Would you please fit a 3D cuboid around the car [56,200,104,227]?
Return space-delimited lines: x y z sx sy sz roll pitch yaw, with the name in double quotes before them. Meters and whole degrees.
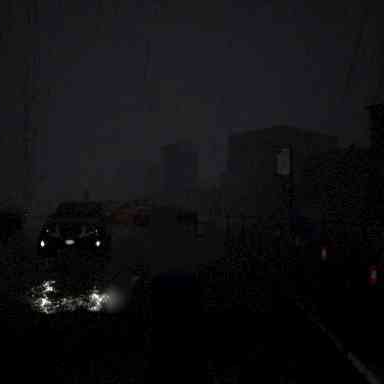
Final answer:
"car" -9.627 1.716 28.211 2.150 2.045 5.566 0 -1 -38

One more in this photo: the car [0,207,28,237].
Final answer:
"car" -12.651 1.558 18.662 5.566 2.045 2.435 0 -2 -39

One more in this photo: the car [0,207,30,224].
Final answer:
"car" -17.798 2.266 33.227 1.882 1.535 5.008 0 -3 -38

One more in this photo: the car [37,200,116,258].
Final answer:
"car" -4.578 1.373 13.921 2.150 2.045 5.566 1 -1 -10

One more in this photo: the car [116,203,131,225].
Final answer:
"car" -3.642 1.860 26.984 5.008 1.535 2.097 0 -2 -39

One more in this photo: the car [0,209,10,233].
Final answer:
"car" -14.333 1.877 20.725 4.892 1.521 2.231 0 -2 -39

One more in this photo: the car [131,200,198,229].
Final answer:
"car" -1.766 1.658 24.602 4.553 1.767 2.185 0 -2 -39

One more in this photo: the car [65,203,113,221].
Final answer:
"car" -11.230 2.100 36.466 4.553 1.767 2.185 0 -2 -38

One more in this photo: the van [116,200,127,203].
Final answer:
"van" -9.411 1.897 34.038 4.442 1.987 1.878 0 -2 -38

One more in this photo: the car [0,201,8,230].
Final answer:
"car" -16.066 1.699 22.923 5.566 2.045 2.435 0 -2 -39
